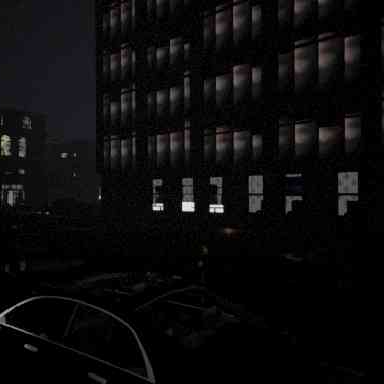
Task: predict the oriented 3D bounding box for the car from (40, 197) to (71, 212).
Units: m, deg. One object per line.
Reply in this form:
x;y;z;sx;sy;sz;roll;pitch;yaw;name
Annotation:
-16.371;1.490;41.361;2.097;1.767;4.553;0;-1;37;car

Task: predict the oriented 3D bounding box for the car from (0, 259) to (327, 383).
-0.930;1.551;3.537;4.403;1.369;2.008;0;0;35;car

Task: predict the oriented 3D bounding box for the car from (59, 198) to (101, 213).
-12.171;1.684;37.243;1.802;1.307;4.206;-1;-1;36;car

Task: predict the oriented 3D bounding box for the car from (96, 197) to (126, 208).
-12.399;1.643;51.149;1.967;1.590;4.097;-1;-1;36;car
